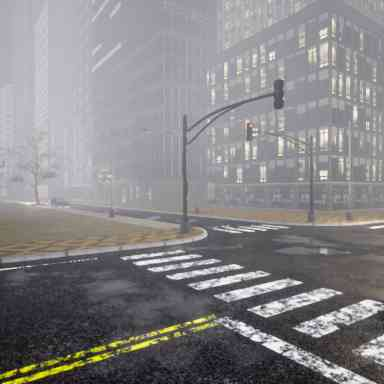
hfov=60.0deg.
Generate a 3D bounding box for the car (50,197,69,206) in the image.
[{"bbox_3d":[-21.667,1.554,54.250,2.033,1.411,5.357,0,0,-35],"label":"car"}]
